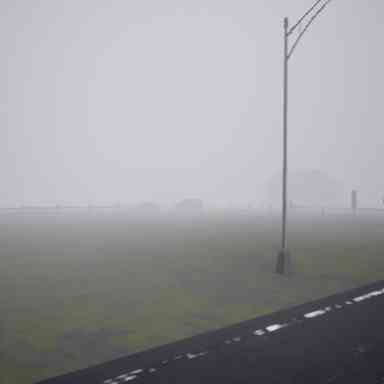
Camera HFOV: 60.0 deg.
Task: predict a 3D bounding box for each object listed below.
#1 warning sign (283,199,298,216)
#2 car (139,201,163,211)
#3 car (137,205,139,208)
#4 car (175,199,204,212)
[{"bbox_3d":[11.698,1.835,39.591,1.300,1.860,1.060,3,-2,-36],"label":"warning sign"},{"bbox_3d":[-6.599,2.355,55.776,1.812,1.442,4.674,2,-2,-36],"label":"car"},{"bbox_3d":[-8.679,2.536,63.334,1.812,1.442,4.674,2,-2,-36],"label":"car"},{"bbox_3d":[-0.446,2.066,52.080,2.150,2.045,5.566,2,-2,-36],"label":"car"}]
